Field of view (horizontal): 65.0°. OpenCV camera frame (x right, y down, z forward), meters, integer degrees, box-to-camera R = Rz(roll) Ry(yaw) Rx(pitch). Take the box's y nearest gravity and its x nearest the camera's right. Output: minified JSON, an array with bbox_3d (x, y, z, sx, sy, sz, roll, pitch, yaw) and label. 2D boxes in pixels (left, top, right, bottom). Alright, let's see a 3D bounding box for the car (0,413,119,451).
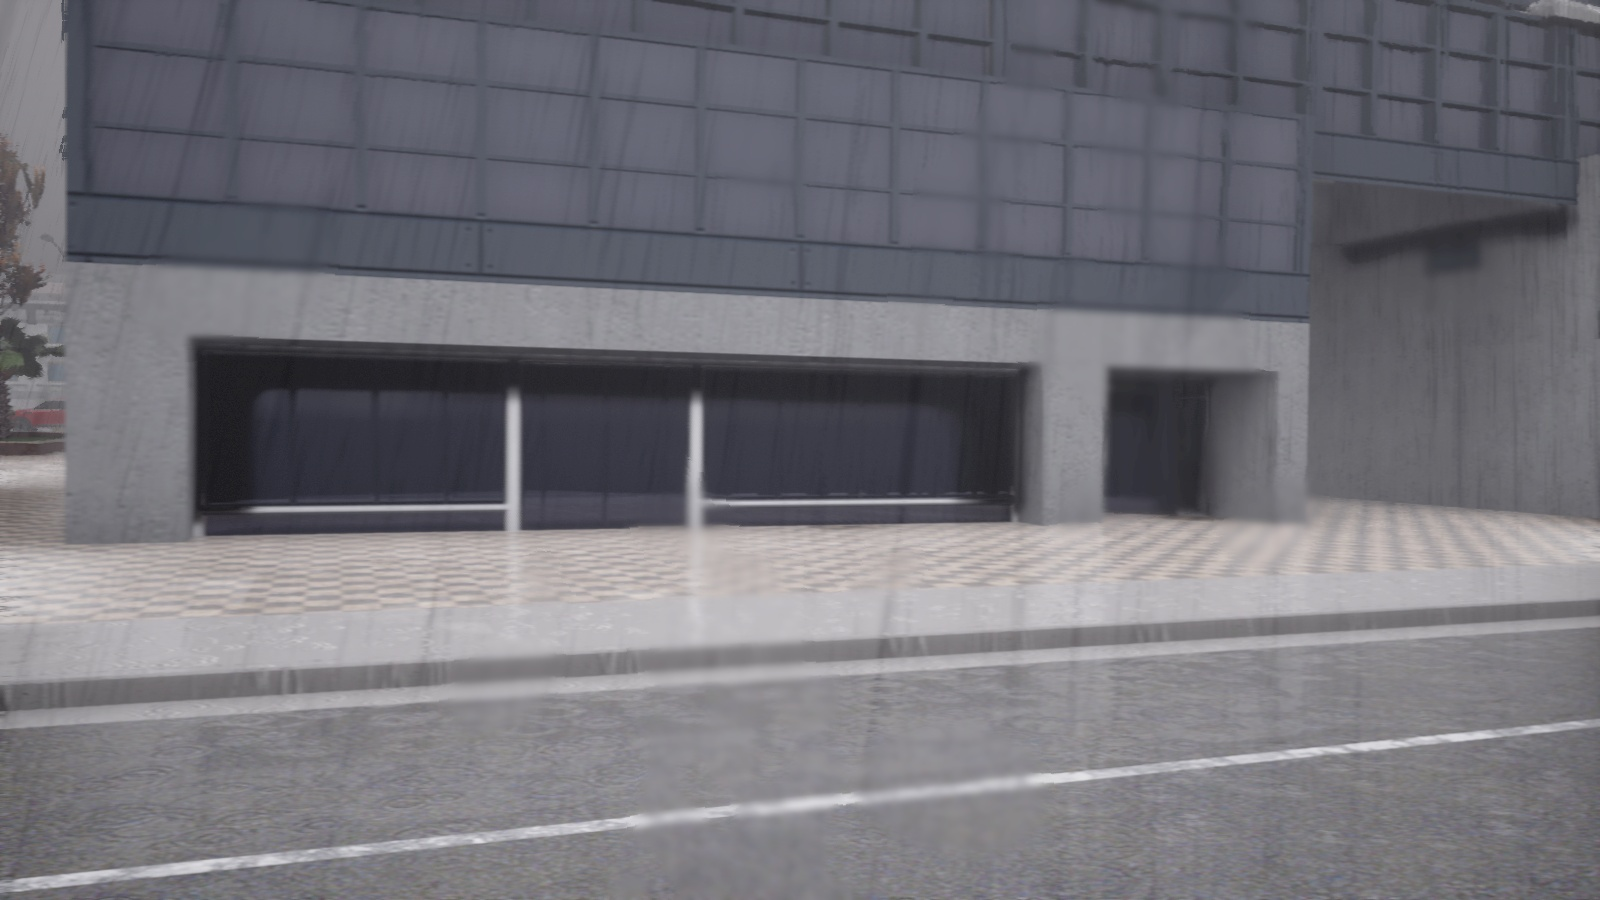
[{"bbox_3d":[-41.858,-1.013,71.055,5.566,2.045,2.150,-1,1,-21],"label":"car"}]
